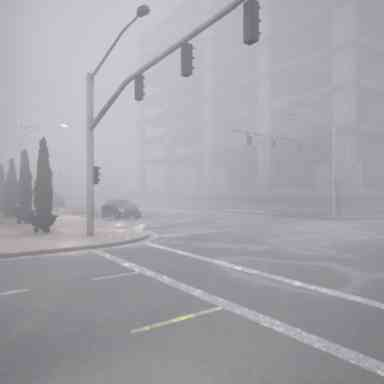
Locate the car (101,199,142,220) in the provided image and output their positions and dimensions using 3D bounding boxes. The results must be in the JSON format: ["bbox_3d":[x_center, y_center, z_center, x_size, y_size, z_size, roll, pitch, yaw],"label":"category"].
[{"bbox_3d":[-6.047,1.393,28.397,2.097,1.767,4.553,0,0,-35],"label":"car"}]

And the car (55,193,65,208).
[{"bbox_3d":[-20.159,1.207,48.438,2.150,2.045,5.566,0,0,-35],"label":"car"}]
